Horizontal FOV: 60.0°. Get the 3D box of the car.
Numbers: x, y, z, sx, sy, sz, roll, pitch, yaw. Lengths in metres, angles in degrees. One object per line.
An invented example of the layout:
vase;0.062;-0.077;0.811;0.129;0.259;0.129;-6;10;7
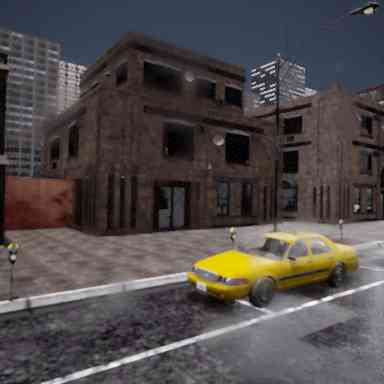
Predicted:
car;2.157;1.585;8.040;4.829;1.417;1.752;1;1;-35
